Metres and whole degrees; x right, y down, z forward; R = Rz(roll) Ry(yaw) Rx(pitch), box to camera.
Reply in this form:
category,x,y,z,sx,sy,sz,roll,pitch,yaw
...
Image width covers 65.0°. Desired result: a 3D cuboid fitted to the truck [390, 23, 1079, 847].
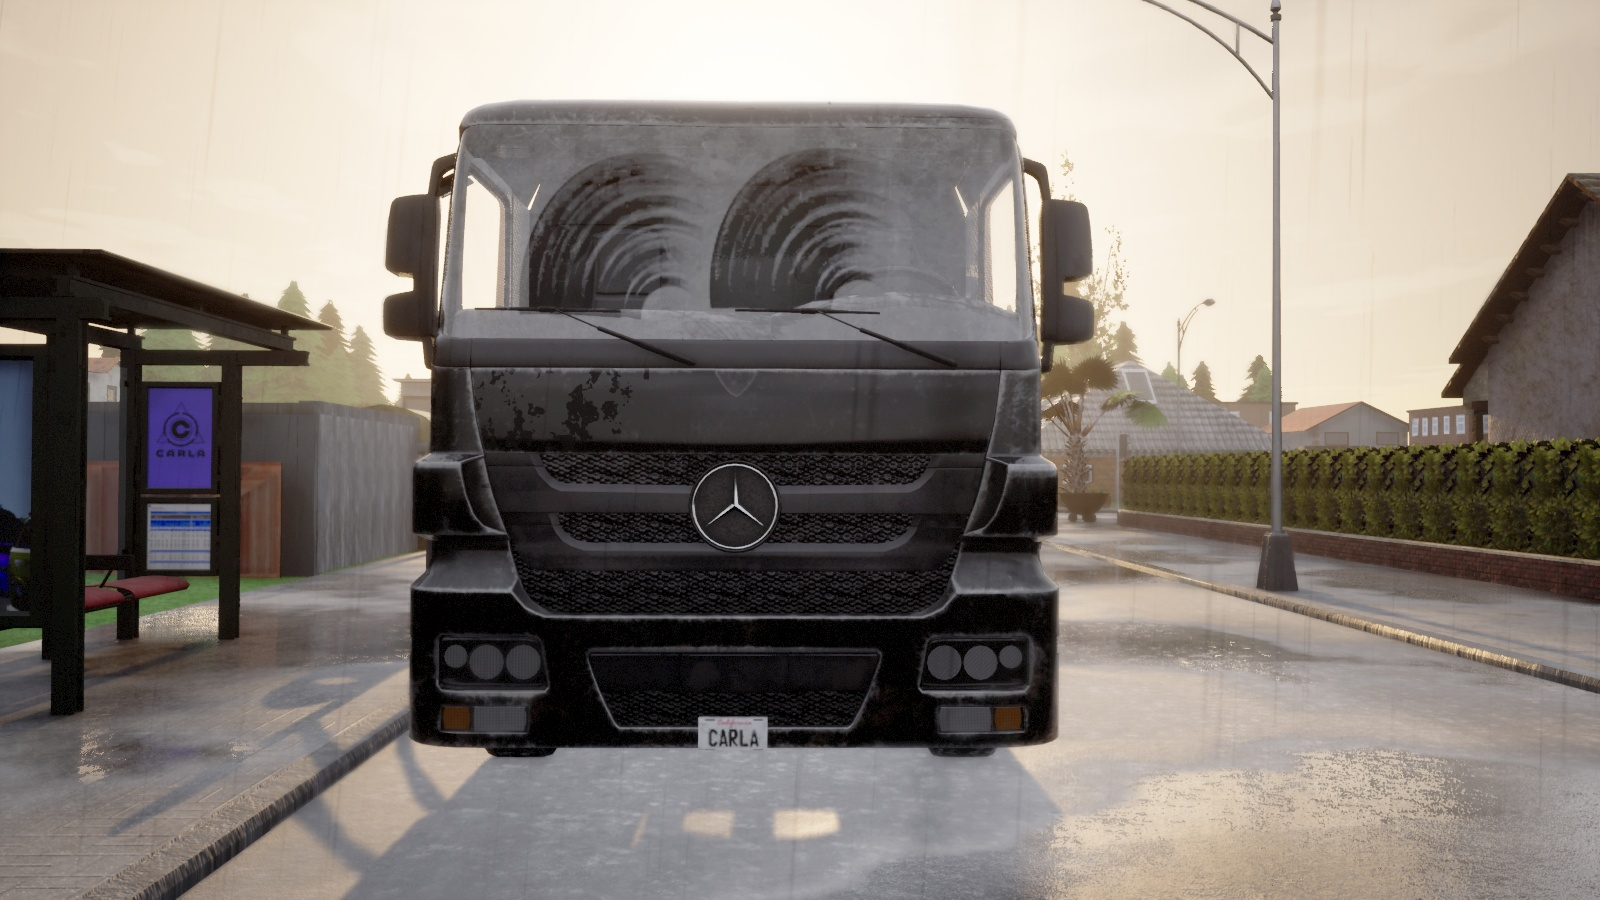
category,x,y,z,sx,sy,sz,roll,pitch,yaw
truck,-0.345,-0.011,9.266,2.891,3.462,7.936,0,-1,-1
